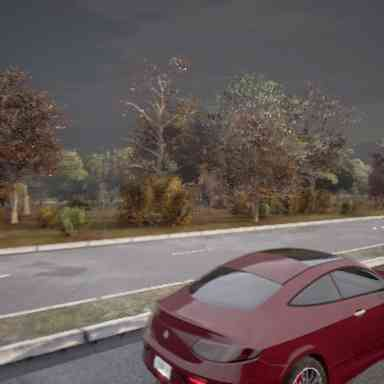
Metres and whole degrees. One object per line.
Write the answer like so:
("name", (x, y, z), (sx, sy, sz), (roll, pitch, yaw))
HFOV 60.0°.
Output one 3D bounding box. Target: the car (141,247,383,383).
("car", (1.585, 1.522, 4.569), (4.674, 1.442, 1.812), (0, 0, -35))
